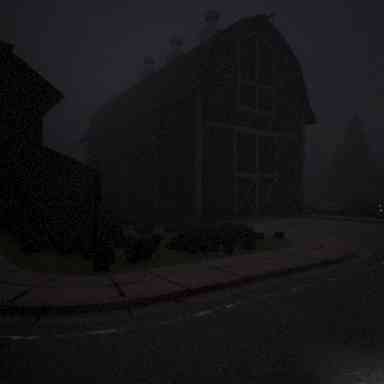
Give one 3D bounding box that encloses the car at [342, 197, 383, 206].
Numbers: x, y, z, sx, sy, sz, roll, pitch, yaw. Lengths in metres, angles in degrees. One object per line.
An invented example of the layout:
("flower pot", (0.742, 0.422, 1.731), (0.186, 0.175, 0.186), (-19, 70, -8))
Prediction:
("car", (18.226, 1.363, 35.080), (2.097, 1.767, 4.553), (0, 0, -34))
